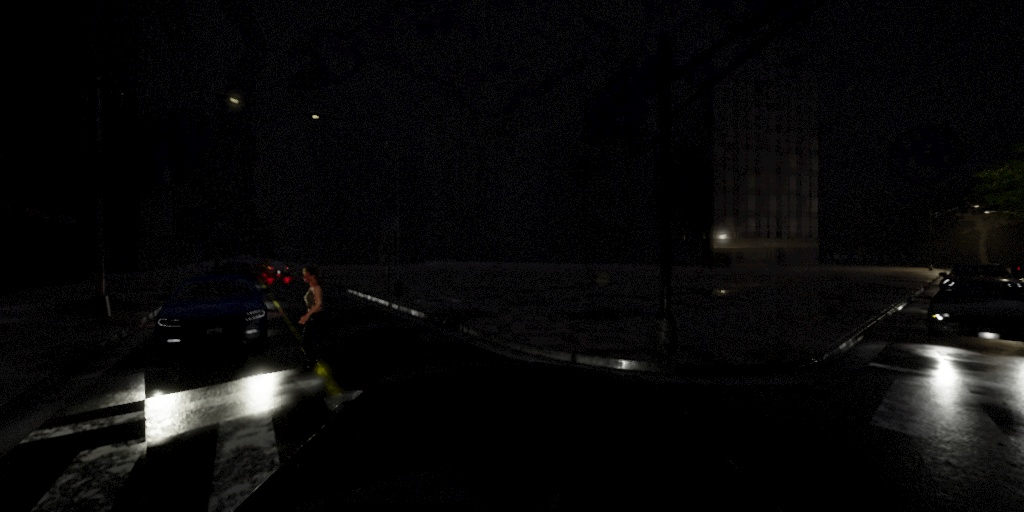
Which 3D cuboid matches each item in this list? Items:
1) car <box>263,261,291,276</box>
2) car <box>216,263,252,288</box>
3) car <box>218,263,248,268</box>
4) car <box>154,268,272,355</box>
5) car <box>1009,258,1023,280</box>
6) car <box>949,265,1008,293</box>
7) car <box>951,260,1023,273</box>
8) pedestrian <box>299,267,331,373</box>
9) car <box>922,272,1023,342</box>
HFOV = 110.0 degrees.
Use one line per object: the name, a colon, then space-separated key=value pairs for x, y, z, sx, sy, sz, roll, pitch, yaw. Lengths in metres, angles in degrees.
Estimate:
car: x=-23.419 y=1.290 z=35.788 sx=1.812 sy=1.442 sz=4.674 roll=0 pitch=0 yaw=-36
car: x=-19.766 y=1.283 z=25.628 sx=1.837 sy=1.490 sz=4.892 roll=0 pitch=0 yaw=-37
car: x=-13.574 y=1.274 z=17.301 sx=1.837 sy=1.490 sz=4.892 roll=0 pitch=0 yaw=-37
car: x=-7.482 y=1.237 z=9.133 sx=1.882 sy=1.535 sz=5.008 roll=0 pitch=0 yaw=-38
car: x=44.261 y=1.090 z=30.476 sx=4.553 sy=1.767 sz=2.097 roll=0 pitch=0 yaw=-38
car: x=28.200 y=1.301 z=21.746 sx=5.357 sy=1.411 sz=2.033 roll=0 pitch=0 yaw=-38
car: x=19.949 y=1.104 z=15.319 sx=4.553 sy=1.767 sz=2.097 roll=0 pitch=0 yaw=-38
pedestrian: x=-3.348 y=1.038 z=6.071 sx=0.375 sy=1.860 sz=0.375 roll=0 pitch=0 yaw=-37
car: x=12.182 y=1.296 z=9.231 sx=5.357 sy=1.411 sz=2.033 roll=0 pitch=0 yaw=-38
